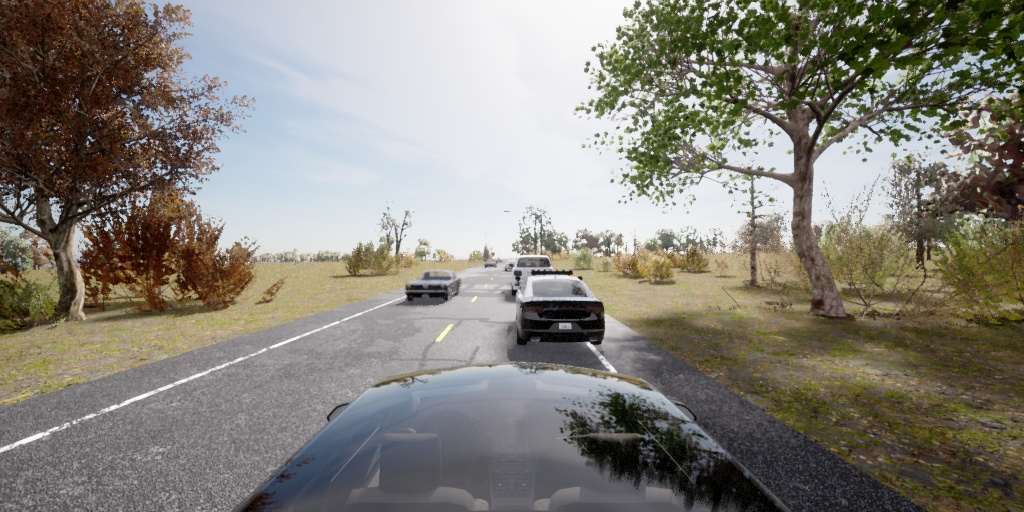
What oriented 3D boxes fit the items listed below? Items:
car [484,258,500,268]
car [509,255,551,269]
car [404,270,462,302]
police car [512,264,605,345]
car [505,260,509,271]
[{"bbox_3d":[-3.580,1.323,59.682,1.994,1.385,4.181,0,0,0],"label":"car"},{"bbox_3d":[1.051,0.978,19.569,2.150,2.045,5.566,0,0,0],"label":"car"},{"bbox_3d":[-3.599,1.354,17.115,1.895,1.301,4.718,0,0,0],"label":"car"},{"bbox_3d":[1.051,1.177,9.648,1.930,1.638,5.238,0,0,0],"label":"police car"},{"bbox_3d":[0.040,1.283,48.268,1.812,1.442,4.674,0,0,1],"label":"car"}]
